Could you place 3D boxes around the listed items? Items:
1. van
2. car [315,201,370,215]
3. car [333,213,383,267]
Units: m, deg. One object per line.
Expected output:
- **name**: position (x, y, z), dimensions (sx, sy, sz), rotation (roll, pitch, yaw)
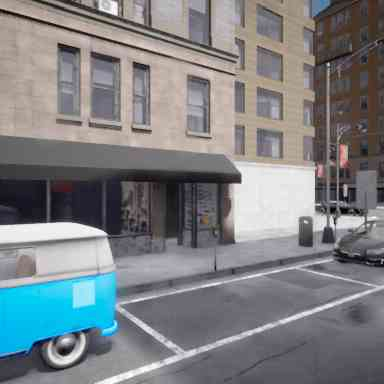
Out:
- **van**: position (-2.942, 1.341, 4.092), dimensions (3.998, 1.788, 1.690), rotation (0, 0, -35)
- **car**: position (13.813, 1.519, 30.933), dimensions (1.895, 1.301, 4.718), rotation (0, 0, -35)
- **car**: position (6.278, 1.549, 10.666), dimensions (4.403, 1.369, 2.008), rotation (0, 0, -35)
